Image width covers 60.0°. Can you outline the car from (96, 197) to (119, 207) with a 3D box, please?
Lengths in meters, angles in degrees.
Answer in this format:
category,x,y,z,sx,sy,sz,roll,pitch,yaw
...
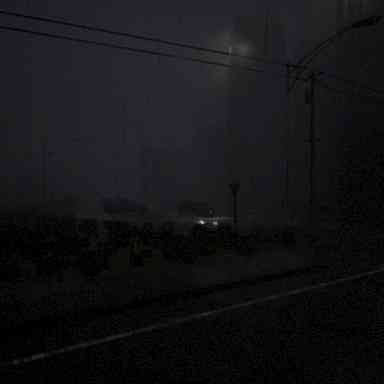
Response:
category,x,y,z,sx,sy,sz,roll,pitch,yaw
car,-12.856,1.503,50.313,1.837,1.490,4.892,0,-1,-34

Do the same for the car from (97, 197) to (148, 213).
category,x,y,z,sx,sy,sz,roll,pitch,yaw
car,-6.783,1.477,33.969,4.611,1.667,2.242,0,0,-34

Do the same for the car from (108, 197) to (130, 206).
category,x,y,z,sx,sy,sz,roll,pitch,yaw
car,-12.361,1.596,56.017,1.895,1.301,4.718,0,0,-34

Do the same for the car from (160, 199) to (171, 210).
category,x,y,z,sx,sy,sz,roll,pitch,yaw
car,-1.976,1.543,40.792,2.033,1.411,5.357,0,0,-34

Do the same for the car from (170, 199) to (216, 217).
category,x,y,z,sx,sy,sz,roll,pitch,yaw
car,0.272,1.501,30.931,1.837,1.490,4.892,0,0,-34

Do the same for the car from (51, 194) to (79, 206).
category,x,y,z,sx,sy,sz,roll,pitch,yaw
car,-20.309,1.310,54.043,3.866,1.878,1.905,0,0,-34

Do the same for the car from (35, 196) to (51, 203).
category,x,y,z,sx,sy,sz,roll,pitch,yaw
car,-28.314,1.502,64.907,4.193,1.474,1.816,0,0,-34
